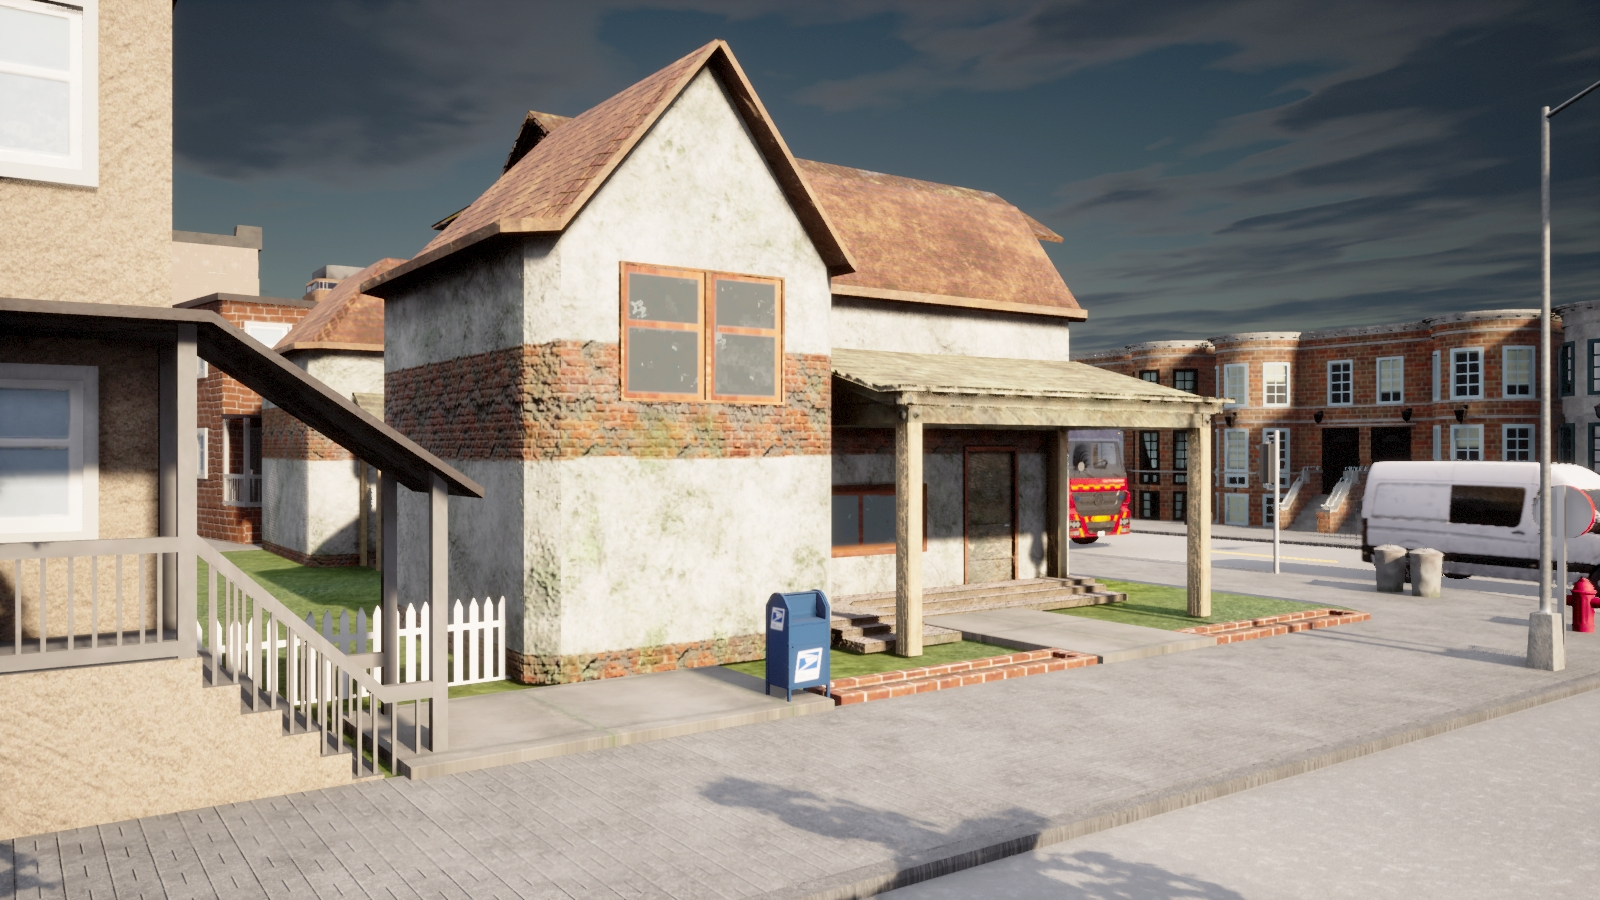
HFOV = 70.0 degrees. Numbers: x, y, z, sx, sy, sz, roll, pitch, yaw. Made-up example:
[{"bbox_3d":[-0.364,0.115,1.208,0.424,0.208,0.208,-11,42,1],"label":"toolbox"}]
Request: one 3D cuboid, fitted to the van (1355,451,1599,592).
[{"bbox_3d":[14.486,1.304,22.834,1.988,2.561,5.915,0,0,-33],"label":"van"}]
